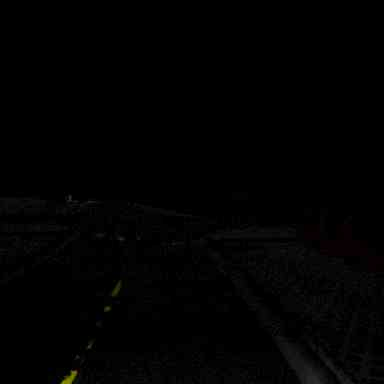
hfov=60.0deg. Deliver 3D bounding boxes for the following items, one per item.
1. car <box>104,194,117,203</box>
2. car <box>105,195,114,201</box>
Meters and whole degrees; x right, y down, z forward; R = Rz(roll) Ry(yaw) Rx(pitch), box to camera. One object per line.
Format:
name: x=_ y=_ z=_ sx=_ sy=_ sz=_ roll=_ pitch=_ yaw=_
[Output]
car: x=-16.685 y=1.447 z=69.459 sx=1.882 sy=1.535 sz=5.008 roll=0 pitch=0 yaw=-17
car: x=-19.741 y=1.355 z=79.422 sx=1.837 sy=1.490 sz=4.892 roll=0 pitch=0 yaw=-17
